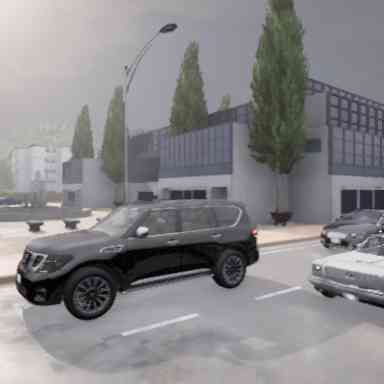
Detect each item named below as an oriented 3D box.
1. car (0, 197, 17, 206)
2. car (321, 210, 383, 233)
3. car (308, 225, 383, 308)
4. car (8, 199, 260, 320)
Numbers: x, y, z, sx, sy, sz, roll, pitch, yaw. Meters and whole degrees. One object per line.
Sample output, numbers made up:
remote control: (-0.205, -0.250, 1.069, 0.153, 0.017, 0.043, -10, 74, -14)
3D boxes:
car: (-28.911, 1.477, 52.739, 1.882, 1.535, 5.008, 0, 0, 20)
car: (7.163, 1.490, 13.405, 4.902, 1.511, 2.128, 0, 0, -35)
car: (4.680, 1.600, 7.334, 4.718, 1.301, 1.895, 0, 0, -36)
car: (-0.894, 1.221, 7.672, 5.566, 2.045, 2.150, 0, 0, -35)
